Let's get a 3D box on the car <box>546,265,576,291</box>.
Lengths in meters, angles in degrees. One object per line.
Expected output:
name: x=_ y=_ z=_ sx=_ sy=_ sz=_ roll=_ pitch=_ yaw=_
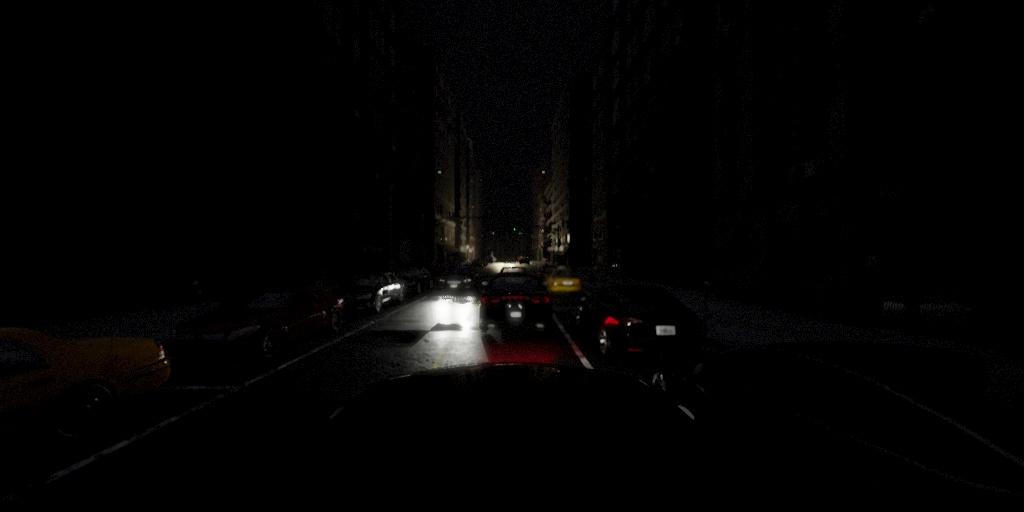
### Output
car: x=2.629 y=1.239 z=19.214 sx=1.751 sy=1.417 sz=4.829 roll=0 pitch=0 yaw=0

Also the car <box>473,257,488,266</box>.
car: x=-5.409 y=1.174 z=56.339 sx=2.007 sy=1.370 sz=4.403 roll=0 pitch=0 yaw=0

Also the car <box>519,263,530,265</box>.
car: x=0.095 y=1.309 z=21.241 sx=1.895 sy=1.301 sz=4.718 roll=0 pitch=0 yaw=0

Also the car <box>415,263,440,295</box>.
car: x=-5.396 y=1.264 z=19.051 sx=2.007 sy=1.370 sz=4.403 roll=0 pitch=0 yaw=0

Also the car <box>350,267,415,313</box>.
car: x=-5.394 y=1.277 z=13.638 sx=2.007 sy=1.370 sz=4.403 roll=0 pitch=0 yaw=0

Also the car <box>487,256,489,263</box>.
car: x=-5.411 y=1.155 z=61.794 sx=1.888 sy=1.381 sz=4.507 roll=0 pitch=0 yaw=0

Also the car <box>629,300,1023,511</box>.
car: x=2.635 y=1.314 z=2.805 sx=1.948 sy=1.339 sz=4.313 roll=0 pitch=0 yaw=0

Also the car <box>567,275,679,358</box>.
car: x=2.633 y=1.304 z=8.218 sx=1.948 sy=1.339 sz=4.313 roll=0 pitch=0 yaw=0

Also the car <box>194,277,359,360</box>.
car: x=-5.392 y=1.320 z=8.225 sx=1.802 sy=1.307 sz=4.207 roll=0 pitch=0 yaw=0

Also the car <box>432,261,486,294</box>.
car: x=-2.837 y=1.203 z=19.947 sx=2.128 sy=1.511 sz=4.902 roll=0 pitch=0 yaw=0

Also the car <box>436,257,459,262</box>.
car: x=-5.400 y=1.002 z=29.876 sx=2.192 sy=1.841 sz=5.009 roll=0 pitch=0 yaw=0

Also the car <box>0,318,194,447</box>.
car: x=-5.390 y=1.273 z=2.641 sx=1.751 sy=1.417 sz=4.829 roll=0 pitch=0 yaw=0

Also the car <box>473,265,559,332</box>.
car: x=0.097 y=1.210 z=10.884 sx=1.882 sy=1.535 sz=5.008 roll=0 pitch=0 yaw=0
